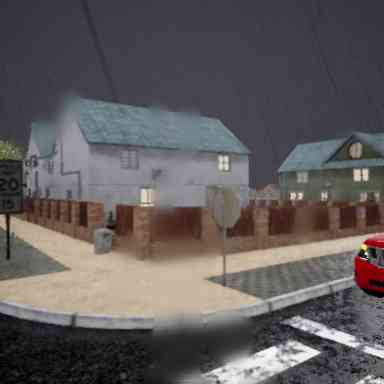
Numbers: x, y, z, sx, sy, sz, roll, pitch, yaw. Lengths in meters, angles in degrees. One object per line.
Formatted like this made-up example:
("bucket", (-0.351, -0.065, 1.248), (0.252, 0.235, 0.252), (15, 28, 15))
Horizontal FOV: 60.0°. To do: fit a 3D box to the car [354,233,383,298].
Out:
("car", (5.938, 1.211, 7.350), (5.566, 2.045, 2.150), (0, 0, -34))
